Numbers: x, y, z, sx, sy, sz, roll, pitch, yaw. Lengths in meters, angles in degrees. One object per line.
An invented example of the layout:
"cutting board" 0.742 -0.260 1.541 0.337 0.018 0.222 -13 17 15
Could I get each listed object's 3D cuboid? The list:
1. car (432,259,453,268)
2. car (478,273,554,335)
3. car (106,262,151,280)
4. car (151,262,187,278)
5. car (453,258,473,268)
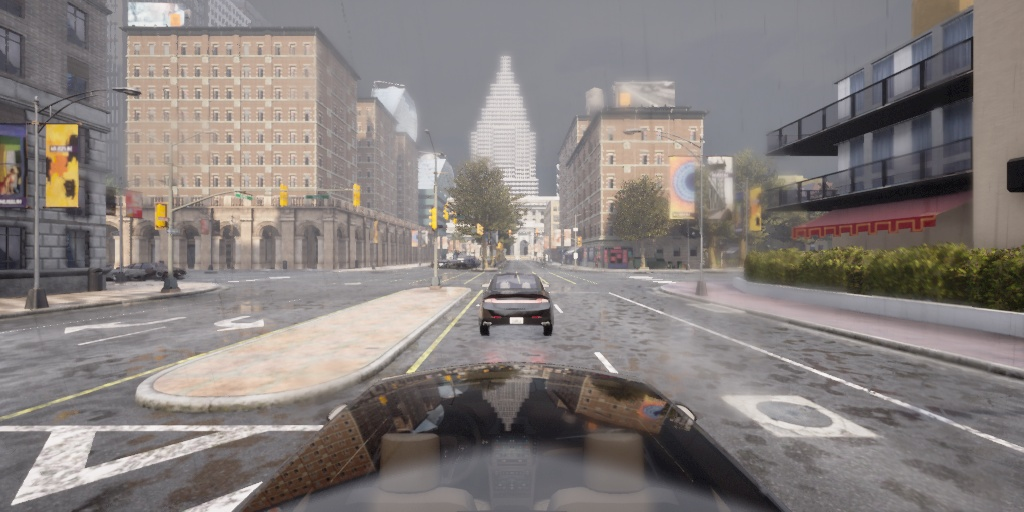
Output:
"car" -11.513 1.245 60.626 2.128 1.511 4.902 0 0 0
"car" 0.106 1.242 10.493 2.128 1.511 4.902 0 0 0
"car" -33.825 1.352 30.113 4.718 1.301 1.895 0 0 0
"car" -33.848 1.299 33.612 5.357 1.411 2.033 0 0 0
"car" -8.023 1.354 59.178 1.895 1.301 4.718 0 0 0
